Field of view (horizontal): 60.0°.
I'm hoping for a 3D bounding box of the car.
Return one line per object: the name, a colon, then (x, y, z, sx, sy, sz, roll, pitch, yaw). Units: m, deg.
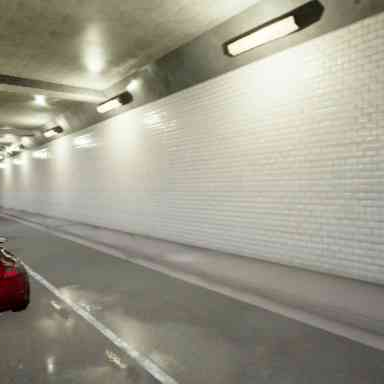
car: (-4.709, 1.502, 6.672, 1.994, 1.385, 4.181, -3, 2, -38)
